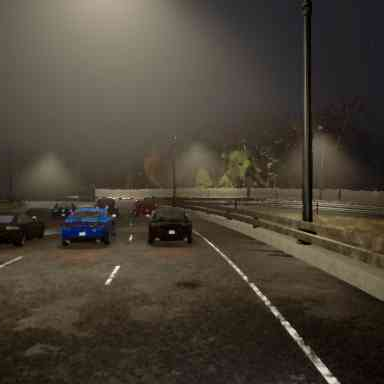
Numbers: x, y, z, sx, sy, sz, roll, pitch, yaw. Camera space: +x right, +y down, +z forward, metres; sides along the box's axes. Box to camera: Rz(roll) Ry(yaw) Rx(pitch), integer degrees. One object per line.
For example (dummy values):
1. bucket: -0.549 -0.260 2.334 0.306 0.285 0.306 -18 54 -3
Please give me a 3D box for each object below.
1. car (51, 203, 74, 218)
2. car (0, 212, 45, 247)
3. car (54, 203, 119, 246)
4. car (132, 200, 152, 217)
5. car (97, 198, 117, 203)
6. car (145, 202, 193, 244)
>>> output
1. car: -11.344 1.614 29.847 1.895 1.301 4.718 0 0 -16
2. car: -8.095 1.570 14.931 1.994 1.385 4.181 0 0 -8
3. car: -4.631 1.483 15.430 1.882 1.535 5.008 0 0 -8
4. car: -4.619 1.483 31.790 1.882 1.535 5.008 0 0 -16
5. car: -7.969 1.364 30.775 2.097 1.767 4.553 0 0 -16
6. car: -1.167 1.483 15.930 1.882 1.535 5.008 0 0 -8
